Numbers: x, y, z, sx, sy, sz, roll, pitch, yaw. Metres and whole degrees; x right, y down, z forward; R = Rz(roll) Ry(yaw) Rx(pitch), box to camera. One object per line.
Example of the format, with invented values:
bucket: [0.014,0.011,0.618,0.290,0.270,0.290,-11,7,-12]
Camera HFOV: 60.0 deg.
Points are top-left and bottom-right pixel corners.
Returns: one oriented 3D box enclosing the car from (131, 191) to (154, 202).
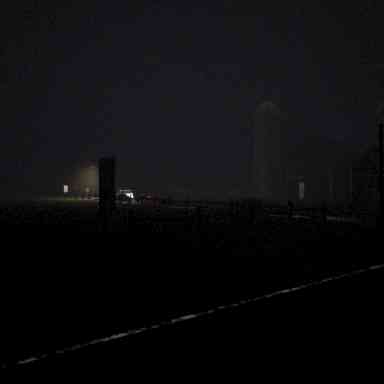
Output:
car: [-8.308,0.982,58.711,2.128,1.511,4.902,-1,1,-36]

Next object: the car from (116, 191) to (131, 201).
car: [-12.454,1.045,59.707,1.994,1.385,4.181,-1,1,-35]

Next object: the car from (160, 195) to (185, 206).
car: [-2.763,1.168,46.154,1.812,1.442,4.674,-1,1,-36]

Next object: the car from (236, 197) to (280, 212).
car: [6.554,1.285,33.211,2.128,1.511,4.902,-1,1,-36]
